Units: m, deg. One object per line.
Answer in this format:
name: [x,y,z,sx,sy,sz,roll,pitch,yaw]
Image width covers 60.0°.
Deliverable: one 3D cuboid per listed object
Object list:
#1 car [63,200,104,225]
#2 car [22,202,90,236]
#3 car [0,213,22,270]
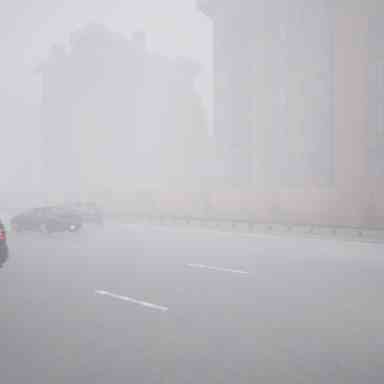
car: [-8.152,1.352,22.705,4.553,1.767,2.097,0,0,36]
car: [-8.060,1.507,18.340,4.892,1.490,1.837,1,0,35]
car: [-7.267,1.221,9.175,5.566,2.045,2.150,0,0,36]
